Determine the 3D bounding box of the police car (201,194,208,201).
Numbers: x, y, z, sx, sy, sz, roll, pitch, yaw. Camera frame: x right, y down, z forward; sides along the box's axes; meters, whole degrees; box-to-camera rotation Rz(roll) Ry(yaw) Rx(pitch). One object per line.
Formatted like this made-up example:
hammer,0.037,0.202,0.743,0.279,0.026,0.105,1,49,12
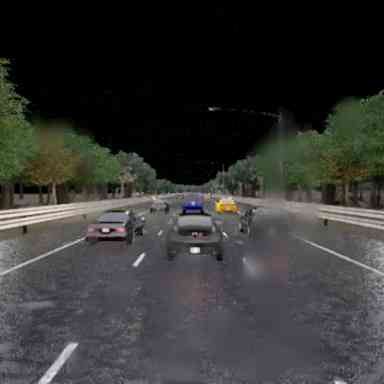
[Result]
police car,3.422,1.518,92.551,1.930,1.638,5.238,0,0,0

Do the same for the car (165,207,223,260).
car,0.097,1.513,12.503,1.837,1.490,4.892,0,0,0

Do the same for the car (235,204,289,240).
car,3.602,1.518,17.208,1.837,1.490,4.892,0,0,0

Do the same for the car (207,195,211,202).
car,3.493,1.433,81.411,2.097,1.767,4.553,0,0,0

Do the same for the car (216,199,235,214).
car,3.608,1.506,35.622,1.882,1.535,5.008,0,0,0

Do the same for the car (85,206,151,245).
car,-3.397,1.557,15.587,2.033,1.411,5.357,0,0,0

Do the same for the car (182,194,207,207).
car,0.109,1.249,35.154,2.150,2.045,5.566,0,0,0

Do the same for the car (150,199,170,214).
car,-3.391,1.519,35.660,2.128,1.511,4.902,0,0,0
